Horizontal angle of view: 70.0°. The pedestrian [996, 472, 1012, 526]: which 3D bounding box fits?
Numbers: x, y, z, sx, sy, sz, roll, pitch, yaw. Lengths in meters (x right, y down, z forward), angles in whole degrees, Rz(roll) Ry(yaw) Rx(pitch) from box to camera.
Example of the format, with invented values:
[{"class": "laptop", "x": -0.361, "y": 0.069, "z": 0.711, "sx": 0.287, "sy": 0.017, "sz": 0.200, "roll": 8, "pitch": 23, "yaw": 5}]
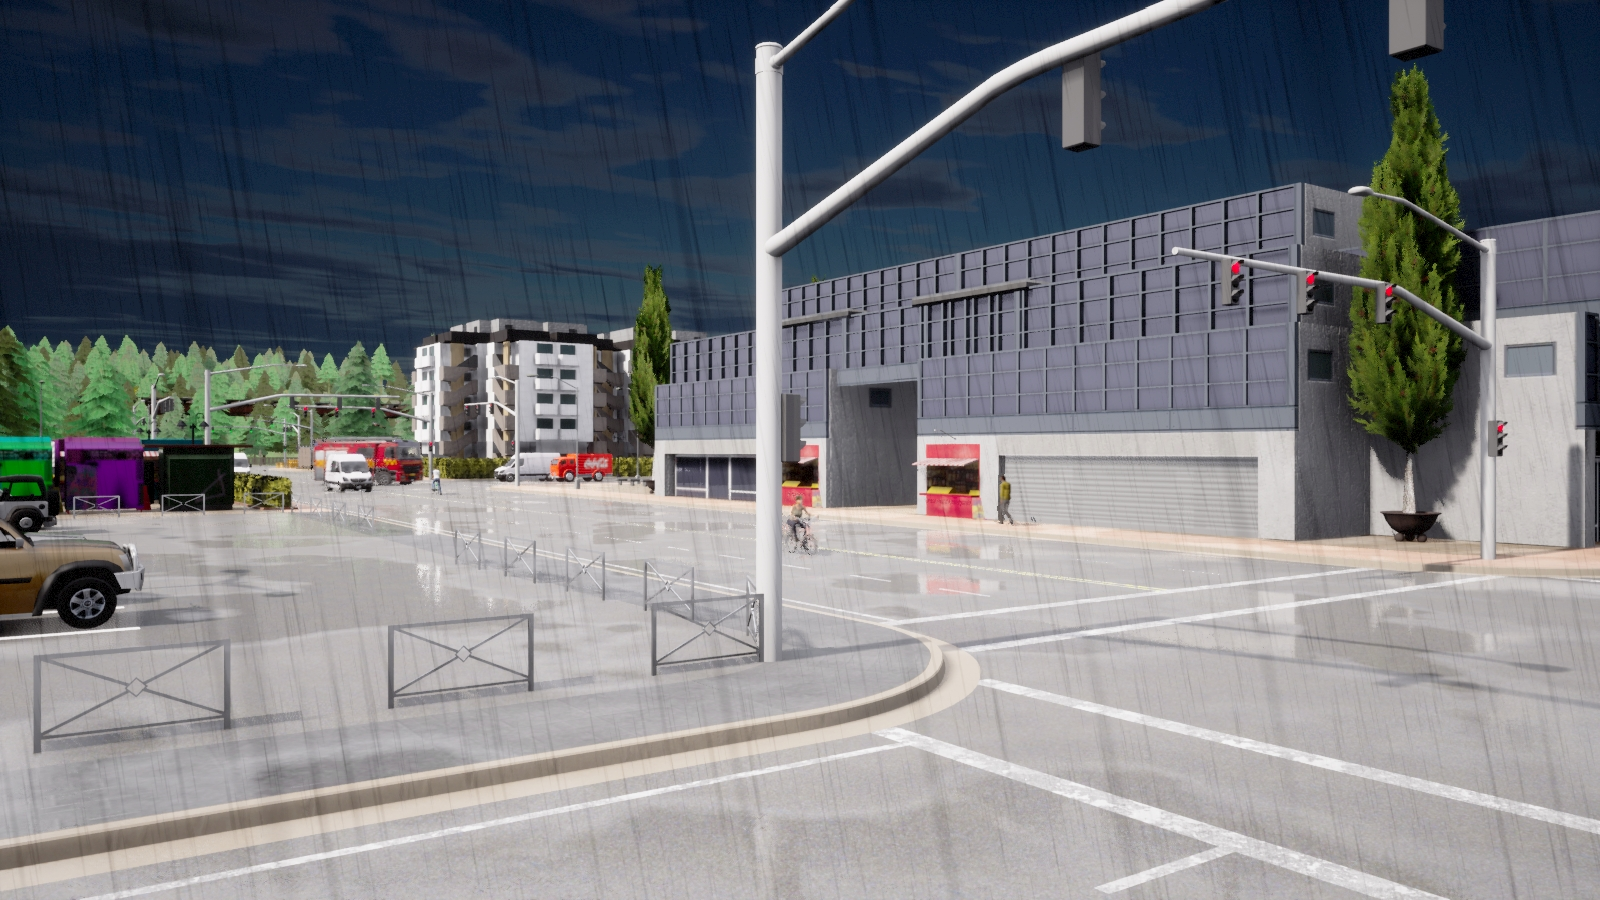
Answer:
[{"class": "pedestrian", "x": 7.115, "y": 1.696, "z": 39.869, "sx": 0.375, "sy": 1.860, "sz": 0.375, "roll": 0, "pitch": 0, "yaw": -28}]
